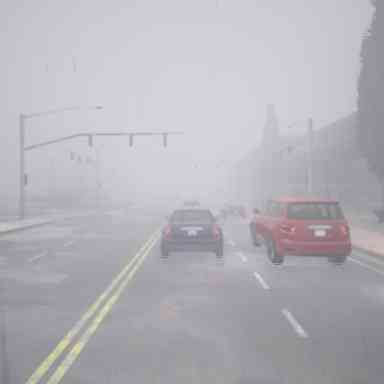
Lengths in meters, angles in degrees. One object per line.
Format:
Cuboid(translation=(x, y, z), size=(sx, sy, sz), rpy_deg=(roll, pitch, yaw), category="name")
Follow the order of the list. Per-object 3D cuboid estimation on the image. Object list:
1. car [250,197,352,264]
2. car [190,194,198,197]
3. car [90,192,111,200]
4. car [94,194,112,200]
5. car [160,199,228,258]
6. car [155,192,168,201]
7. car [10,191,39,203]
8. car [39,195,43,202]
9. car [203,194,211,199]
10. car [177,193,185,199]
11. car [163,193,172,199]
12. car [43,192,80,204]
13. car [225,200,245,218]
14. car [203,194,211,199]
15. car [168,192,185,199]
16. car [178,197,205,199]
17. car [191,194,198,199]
Cuboid(translation=(3.510, 1.188, 11.753), size=(2.150, 2.045, 5.566), rpy_deg=(0, 0, 0), category="car")
Cuboid(translation=(0.455, 1.221, 84.911), size=(1.882, 1.535, 5.008), rpy_deg=(0, 0, 1), category="car")
Cuboid(translation=(-21.564, 0.927, 77.493), size=(3.866, 1.878, 1.905), rpy_deg=(0, 0, 0), category="car")
Cuboid(translation=(-21.555, 1.158, 80.389), size=(3.806, 1.475, 1.970), rpy_deg=(0, 0, 0), category="car")
Cuboid(translation=(0.020, 1.313, 12.783), size=(2.097, 1.767, 4.553), rpy_deg=(0, 0, 0), category="car")
Cuboid(translation=(-6.833, 1.009, 73.324), size=(2.150, 2.045, 5.566), rpy_deg=(0, 0, 1), category="car")
Cuboid(translation=(-39.084, 0.924, 77.455), size=(4.605, 1.855, 1.932), rpy_deg=(0, 0, 0), category="car")
Cuboid(translation=(-39.022, 1.126, 80.352), size=(3.905, 1.438, 1.784), rpy_deg=(0, 0, 0), category="car")
Cuboid(translation=(4.208, 1.177, 95.152), size=(2.033, 1.411, 5.357), rpy_deg=(0, 0, 1), category="car")
Cuboid(translation=(-2.948, 1.029, 88.901), size=(1.812, 1.442, 4.674), rpy_deg=(0, 0, 1), category="car")
Cuboid(translation=(-6.447, 0.982, 88.987), size=(1.882, 1.535, 5.008), rpy_deg=(0, 0, 1), category="car")
Cuboid(translation=(-21.559, 0.990, 54.975), size=(4.605, 1.855, 1.932), rpy_deg=(0, 0, 0), category="car")
Cuboid(translation=(3.434, 1.441, 28.609), size=(1.812, 1.442, 4.674), rpy_deg=(0, 0, 0), category="car")
Cuboid(translation=(3.956, 1.270, 84.922), size=(2.128, 1.511, 4.902), rpy_deg=(0, 0, 1), category="car")
Cuboid(translation=(-3.334, 1.009, 73.248), size=(2.150, 2.045, 5.566), rpy_deg=(0, 0, 1), category="car")
Cuboid(translation=(-0.064, 1.424, 27.913), size=(1.837, 1.490, 4.892), rpy_deg=(0, 1, 0), category="car")
Cuboid(translation=(0.710, 1.231, 95.267), size=(1.895, 1.301, 4.718), rpy_deg=(0, 0, 1), category="car")
